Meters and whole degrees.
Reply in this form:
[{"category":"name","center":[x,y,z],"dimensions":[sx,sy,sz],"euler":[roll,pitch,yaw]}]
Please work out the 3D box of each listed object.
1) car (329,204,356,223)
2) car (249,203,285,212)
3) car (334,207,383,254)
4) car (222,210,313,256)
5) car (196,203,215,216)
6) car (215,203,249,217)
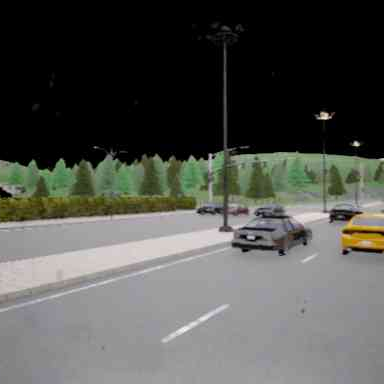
[{"category":"car","center":[12.929,1.767,27.928],"dimensions":[1.882,1.535,5.008],"euler":[-1,-1,35]},{"category":"car","center":[8.420,1.935,35.605],"dimensions":[2.033,1.411,5.357],"euler":[-1,-1,34]},{"category":"car","center":[7.422,1.616,13.528],"dimensions":[1.882,1.535,5.008],"euler":[-1,-1,35]},{"category":"car","center":[3.546,1.701,14.076],"dimensions":[2.033,1.411,5.357],"euler":[-1,-1,34]},{"category":"car","center":[2.604,1.992,39.505],"dimensions":[2.033,1.411,5.357],"euler":[-1,-1,34]},{"category":"car","center":[4.729,1.930,36.421],"dimensions":[1.812,1.442,4.674],"euler":[-1,-1,35]}]
